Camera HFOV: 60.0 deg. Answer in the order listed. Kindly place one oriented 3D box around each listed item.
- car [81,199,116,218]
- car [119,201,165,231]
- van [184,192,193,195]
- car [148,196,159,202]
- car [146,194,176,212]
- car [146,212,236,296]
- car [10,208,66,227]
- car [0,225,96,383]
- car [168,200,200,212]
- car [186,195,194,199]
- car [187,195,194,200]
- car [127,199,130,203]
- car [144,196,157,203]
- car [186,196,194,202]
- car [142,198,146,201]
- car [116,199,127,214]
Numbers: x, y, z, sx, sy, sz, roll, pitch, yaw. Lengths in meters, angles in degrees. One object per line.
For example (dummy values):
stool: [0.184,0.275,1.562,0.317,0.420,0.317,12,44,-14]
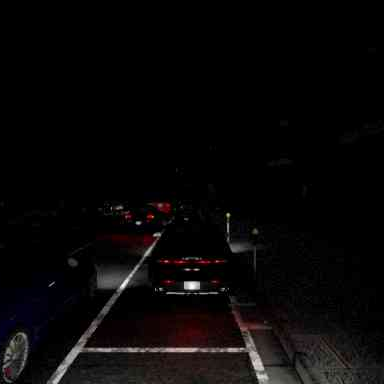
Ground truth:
car: [-8.408,1.440,29.575,1.967,1.590,4.097,0,0,0]
car: [-2.915,1.526,20.492,1.812,1.442,4.674,0,0,0]
van: [-0.383,1.339,67.702,1.690,1.788,3.998,0,0,0]
car: [-8.408,1.542,73.374,1.887,1.381,4.507,0,0,0]
car: [-3.021,1.351,33.729,2.097,1.767,4.553,0,0,0]
car: [0.000,1.504,8.650,1.837,1.490,4.892,0,0,0]
car: [-8.408,1.582,18.538,1.802,1.307,4.206,0,0,0]
car: [-2.920,1.525,5.128,1.812,1.442,4.674,0,0,0]
car: [-0.383,1.551,24.063,2.008,1.369,4.403,0,0,0]
car: [-0.383,1.440,35.101,1.967,1.590,4.097,0,0,0]
car: [-0.383,1.575,90.427,1.802,1.307,4.206,0,0,0]
car: [-8.408,1.551,40.611,2.008,1.369,4.403,0,0,0]
car: [-8.408,1.549,67.693,2.008,1.369,4.403,0,0,0]
car: [-0.383,1.579,79.064,1.802,1.307,4.206,0,0,0]
car: [-5.775,1.493,43.834,2.128,1.511,4.902,0,0,0]
car: [-8.408,1.525,34.923,1.752,1.417,4.829,0,0,0]
